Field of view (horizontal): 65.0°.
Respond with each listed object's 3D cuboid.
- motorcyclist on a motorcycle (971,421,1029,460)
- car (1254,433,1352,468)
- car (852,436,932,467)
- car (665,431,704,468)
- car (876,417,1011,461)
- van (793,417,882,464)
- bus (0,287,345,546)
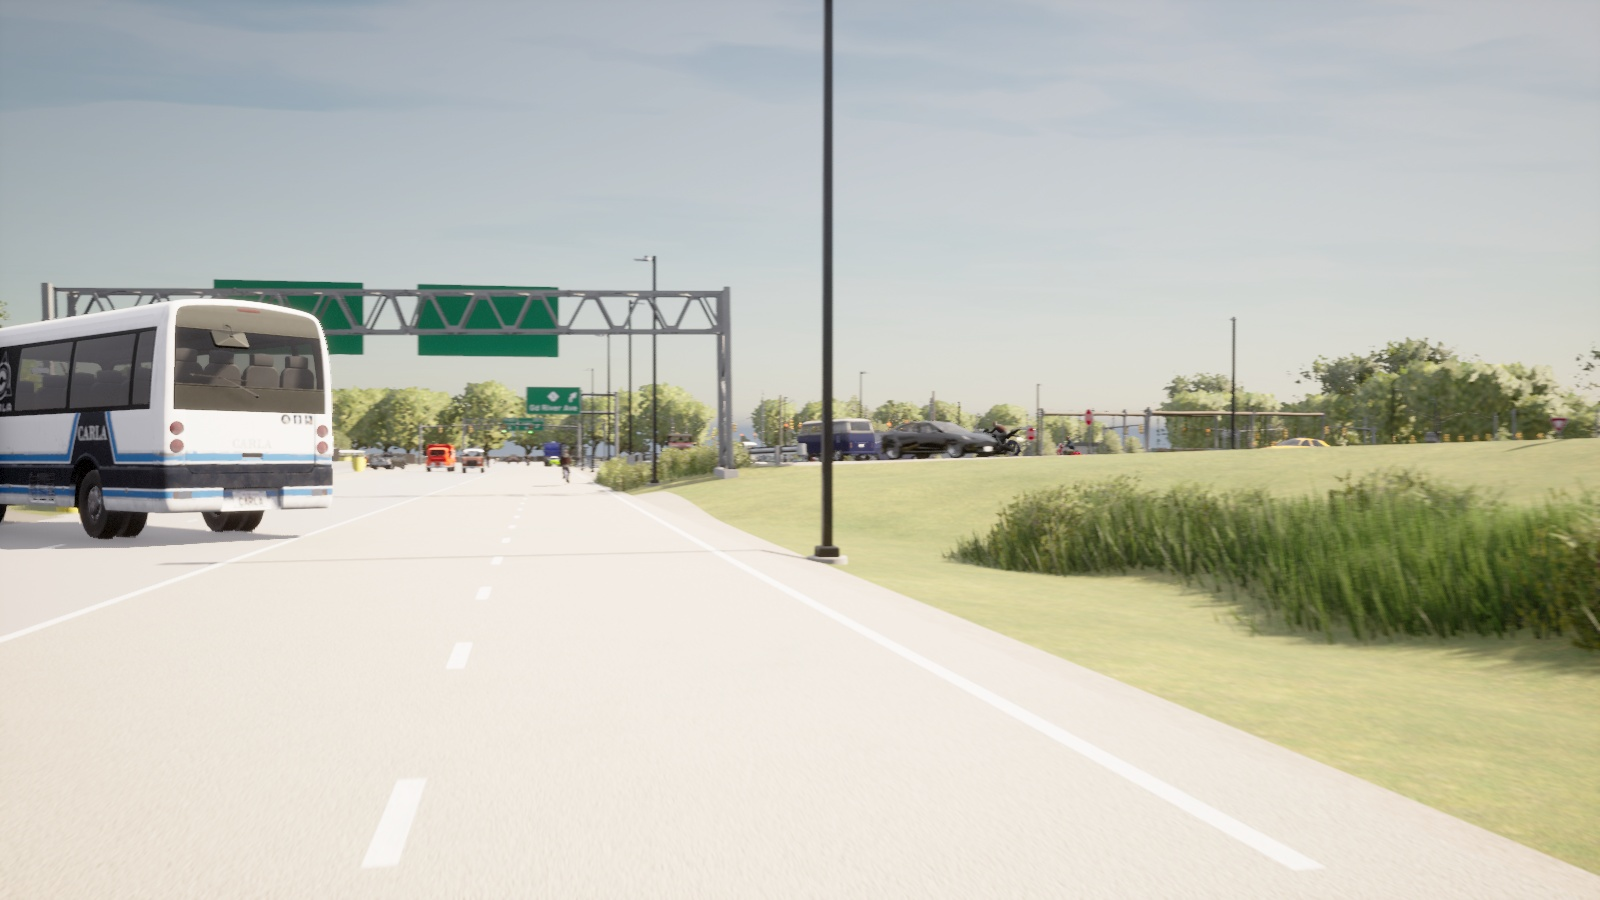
[{"bbox_3d":[8.034,-0.367,50.479,2.191,1.530,0.866,-2,-1,45],"label":"motorcyclist on a motorcycle"},{"bbox_3d":[26.865,0.054,67.038,5.366,1.575,1.801,3,-2,-27],"label":"car"},{"bbox_3d":[4.701,0.092,64.334,3.633,1.501,1.845,1,-3,-15],"label":"car"},{"bbox_3d":[-6.301,0.008,68.177,1.905,1.878,3.866,0,-1,-8],"label":"car"},{"bbox_3d":[5.441,-0.389,48.034,2.163,1.488,4.792,-1,-1,-45],"label":"car"},{"bbox_3d":[1.696,-0.394,58.047,1.775,1.987,4.442,0,-2,-35],"label":"van"},{"bbox_3d":[-13.881,-0.518,25.335,10.273,4.253,3.944,0,-1,38],"label":"bus"}]
